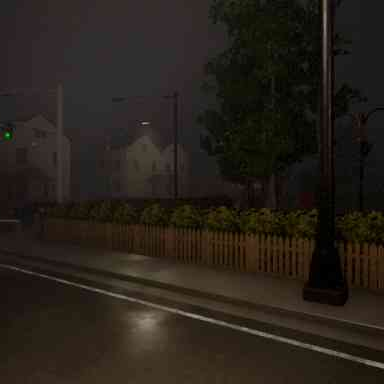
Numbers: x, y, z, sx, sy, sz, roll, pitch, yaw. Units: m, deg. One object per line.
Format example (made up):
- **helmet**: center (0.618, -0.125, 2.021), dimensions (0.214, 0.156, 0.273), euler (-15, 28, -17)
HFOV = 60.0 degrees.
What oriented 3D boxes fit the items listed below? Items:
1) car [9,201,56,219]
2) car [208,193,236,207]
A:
- **car**: center (-13.634, 1.526, 29.413), dimensions (1.812, 1.442, 4.674), euler (0, 0, 35)
- **car**: center (4.330, 1.221, 48.791), dimensions (2.150, 2.045, 5.566), euler (0, 0, 35)
